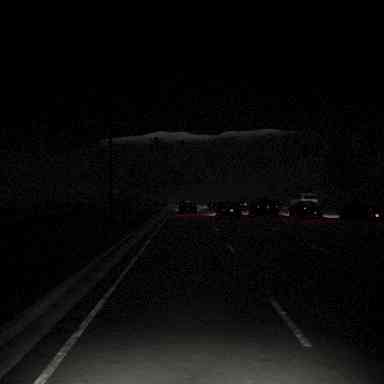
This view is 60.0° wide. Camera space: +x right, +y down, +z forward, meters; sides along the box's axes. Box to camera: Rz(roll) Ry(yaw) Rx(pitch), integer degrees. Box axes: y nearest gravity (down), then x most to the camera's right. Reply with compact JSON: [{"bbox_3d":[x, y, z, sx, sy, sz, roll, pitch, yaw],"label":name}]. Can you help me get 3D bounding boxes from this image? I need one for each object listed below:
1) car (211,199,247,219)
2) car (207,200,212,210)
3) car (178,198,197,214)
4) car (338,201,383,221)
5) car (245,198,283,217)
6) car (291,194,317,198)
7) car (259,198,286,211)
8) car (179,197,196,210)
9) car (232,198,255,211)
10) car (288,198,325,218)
[{"bbox_3d":[3.159,1.548,29.525,2.033,1.411,5.357,0,0,-1],"label":"car"},{"bbox_3d":[2.949,1.601,42.641,1.895,1.301,4.718,0,0,-1],"label":"car"},{"bbox_3d":[-0.441,1.491,35.567,2.128,1.511,4.902,0,0,-1],"label":"car"},{"bbox_3d":[13.692,1.503,27.059,1.837,1.490,4.892,0,-1,-1],"label":"car"},{"bbox_3d":[6.623,1.352,31.288,2.097,1.767,4.553,0,0,-1],"label":"car"},{"bbox_3d":[13.491,1.221,40.390,2.150,2.045,5.566,0,0,-1],"label":"car"},{"bbox_3d":[9.966,1.491,41.522,2.128,1.511,4.902,0,0,-1],"label":"car"},{"bbox_3d":[-0.592,1.491,44.980,2.128,1.511,4.902,0,0,-1],"label":"car"},{"bbox_3d":[6.454,1.547,42.315,2.033,1.411,5.357,0,0,-1],"label":"car"},{"bbox_3d":[10.149,1.526,29.741,1.812,1.442,4.674,0,0,-1],"label":"car"}]
